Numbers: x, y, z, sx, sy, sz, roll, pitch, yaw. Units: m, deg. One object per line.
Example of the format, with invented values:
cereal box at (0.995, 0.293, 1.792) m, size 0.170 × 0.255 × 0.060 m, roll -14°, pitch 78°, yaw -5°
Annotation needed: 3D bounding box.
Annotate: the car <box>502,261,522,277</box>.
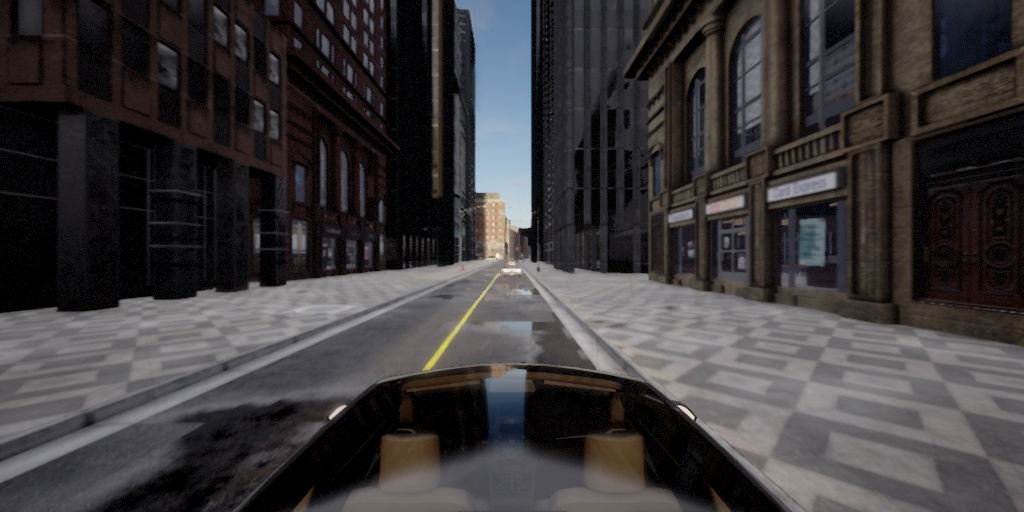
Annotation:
car at (0.008, 1.419, 35.646) m, size 1.895 × 1.301 × 4.718 m, roll 0°, pitch 0°, yaw 0°
